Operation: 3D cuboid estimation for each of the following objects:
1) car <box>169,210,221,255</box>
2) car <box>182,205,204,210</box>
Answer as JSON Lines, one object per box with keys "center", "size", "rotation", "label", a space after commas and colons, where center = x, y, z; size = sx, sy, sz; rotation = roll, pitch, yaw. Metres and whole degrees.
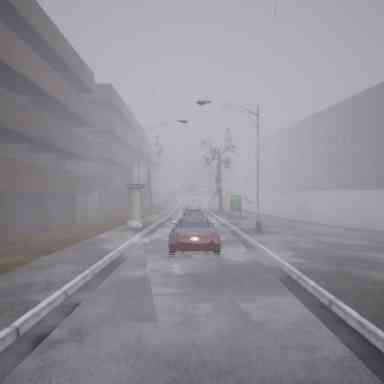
{"center": [0.099, 1.667, 13.851], "size": [1.994, 1.385, 4.181], "rotation": [0, -1, 0], "label": "car"}
{"center": [0.099, 1.970, 30.419], "size": [2.128, 1.511, 4.902], "rotation": [0, -2, 0], "label": "car"}
